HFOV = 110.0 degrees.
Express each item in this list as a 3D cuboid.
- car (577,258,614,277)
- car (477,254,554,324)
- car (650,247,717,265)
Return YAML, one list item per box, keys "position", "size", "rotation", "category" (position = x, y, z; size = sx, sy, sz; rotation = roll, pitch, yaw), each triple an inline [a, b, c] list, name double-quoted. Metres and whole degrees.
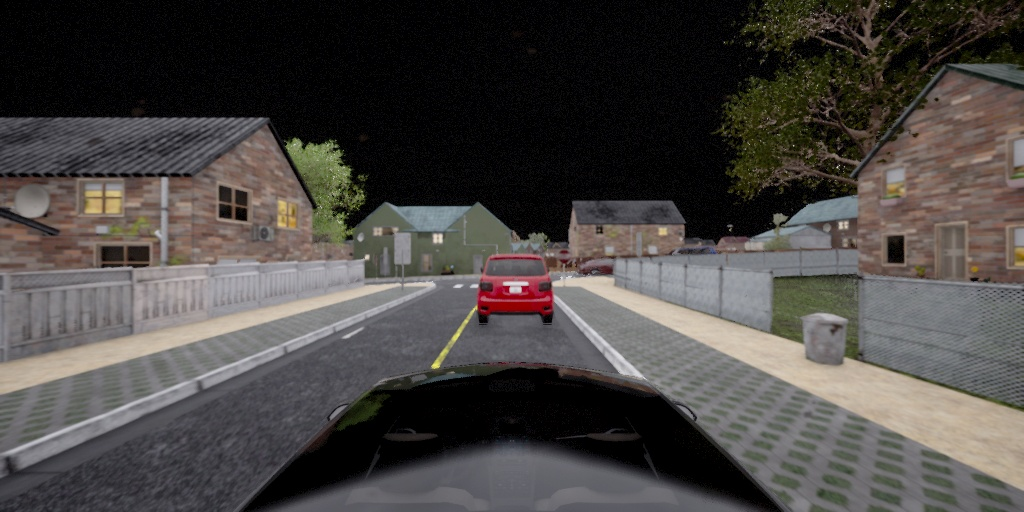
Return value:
- position: [7.379, 0.865, 27.651]
  size: [4.674, 1.442, 1.812]
  rotation: [-2, -1, -5]
  category: "car"
- position: [0.098, 0.944, 11.939]
  size: [2.150, 2.045, 5.566]
  rotation: [0, 0, 0]
  category: "car"
- position: [14.467, 0.317, 30.349]
  size: [5.566, 2.045, 2.150]
  rotation: [-2, 0, 0]
  category: "car"
